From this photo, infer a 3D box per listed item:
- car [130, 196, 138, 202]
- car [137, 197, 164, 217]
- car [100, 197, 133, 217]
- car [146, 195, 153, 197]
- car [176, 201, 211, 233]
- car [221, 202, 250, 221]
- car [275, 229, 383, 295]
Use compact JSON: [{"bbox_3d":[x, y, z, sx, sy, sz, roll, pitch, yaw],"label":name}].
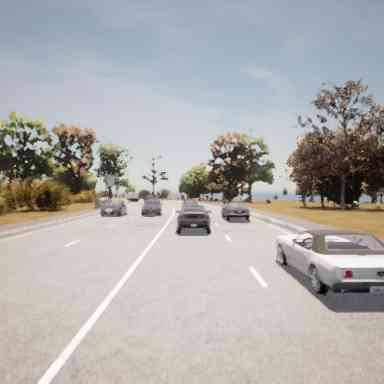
[{"bbox_3d":[-12.613,1.558,71.929,1.895,1.301,4.718,0,0,-17],"label":"car"},{"bbox_3d":[-3.770,1.512,31.941,1.837,1.490,4.892,0,0,-2],"label":"car"},{"bbox_3d":[-7.251,1.497,31.159,2.128,1.511,4.902,0,0,-1],"label":"car"},{"bbox_3d":[-9.302,1.463,73.067,1.837,1.490,4.892,0,0,-17],"label":"car"},{"bbox_3d":[0.092,1.508,19.887,1.837,1.490,4.892,0,0,0],"label":"car"},{"bbox_3d":[3.537,1.553,27.543,2.033,1.411,5.357,0,0,-1],"label":"car"},{"bbox_3d":[3.601,1.602,8.657,1.895,1.301,4.718,0,0,0],"label":"car"}]
